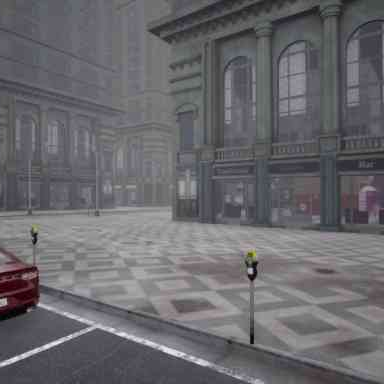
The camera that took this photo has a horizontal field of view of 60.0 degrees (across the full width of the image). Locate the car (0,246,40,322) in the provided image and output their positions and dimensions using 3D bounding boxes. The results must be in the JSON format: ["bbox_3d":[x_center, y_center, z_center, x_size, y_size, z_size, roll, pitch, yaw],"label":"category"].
[{"bbox_3d":[-4.713,1.546,6.316,4.507,1.381,1.887,0,0,35],"label":"car"}]
